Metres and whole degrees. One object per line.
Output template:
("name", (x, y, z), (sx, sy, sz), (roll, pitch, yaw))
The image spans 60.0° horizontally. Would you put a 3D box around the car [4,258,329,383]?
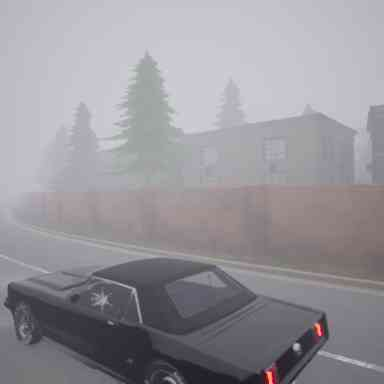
("car", (-0.754, 1.641, 4.719), (4.718, 1.301, 1.895), (-1, -1, 38))
